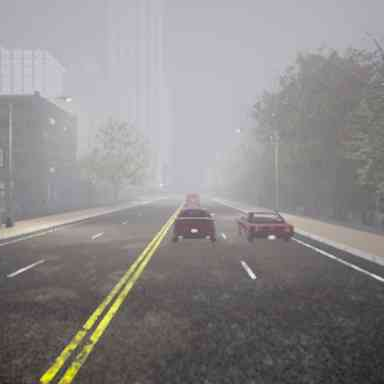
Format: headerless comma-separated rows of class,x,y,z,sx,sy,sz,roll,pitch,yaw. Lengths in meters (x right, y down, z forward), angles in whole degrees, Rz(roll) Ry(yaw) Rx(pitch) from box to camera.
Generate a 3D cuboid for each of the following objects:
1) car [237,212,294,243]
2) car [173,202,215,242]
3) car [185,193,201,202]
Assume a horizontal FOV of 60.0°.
car,3.348,1.599,16.156,1.895,1.301,4.718,0,0,0
car,0.098,1.476,16.516,1.882,1.535,5.008,0,0,0
car,0.097,1.215,49.663,2.150,2.045,5.566,0,0,0
